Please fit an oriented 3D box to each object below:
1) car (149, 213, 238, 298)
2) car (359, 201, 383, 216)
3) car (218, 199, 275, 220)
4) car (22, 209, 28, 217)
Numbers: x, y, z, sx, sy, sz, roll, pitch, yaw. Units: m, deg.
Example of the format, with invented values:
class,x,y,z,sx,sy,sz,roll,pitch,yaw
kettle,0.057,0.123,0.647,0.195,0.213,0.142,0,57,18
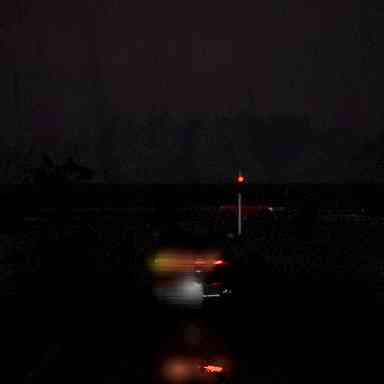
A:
class,x,y,z,sx,sy,sz,roll,pitch,yaw
car,0.053,1.505,8.512,1.837,1.490,4.892,0,0,1
car,18.203,1.564,31.591,4.181,1.385,1.994,0,0,0
car,4.411,1.352,27.382,4.553,1.767,2.097,0,0,0
car,-15.858,1.564,27.370,4.181,1.385,1.994,0,0,0
